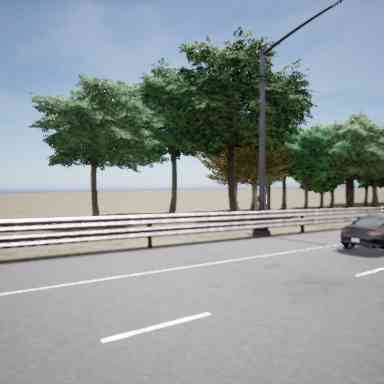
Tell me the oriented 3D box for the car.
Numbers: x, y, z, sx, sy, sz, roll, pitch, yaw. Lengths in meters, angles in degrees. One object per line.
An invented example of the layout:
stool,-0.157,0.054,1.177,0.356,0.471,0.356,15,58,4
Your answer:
car,8.054,1.674,13.905,4.674,1.442,1.812,1,0,-35
